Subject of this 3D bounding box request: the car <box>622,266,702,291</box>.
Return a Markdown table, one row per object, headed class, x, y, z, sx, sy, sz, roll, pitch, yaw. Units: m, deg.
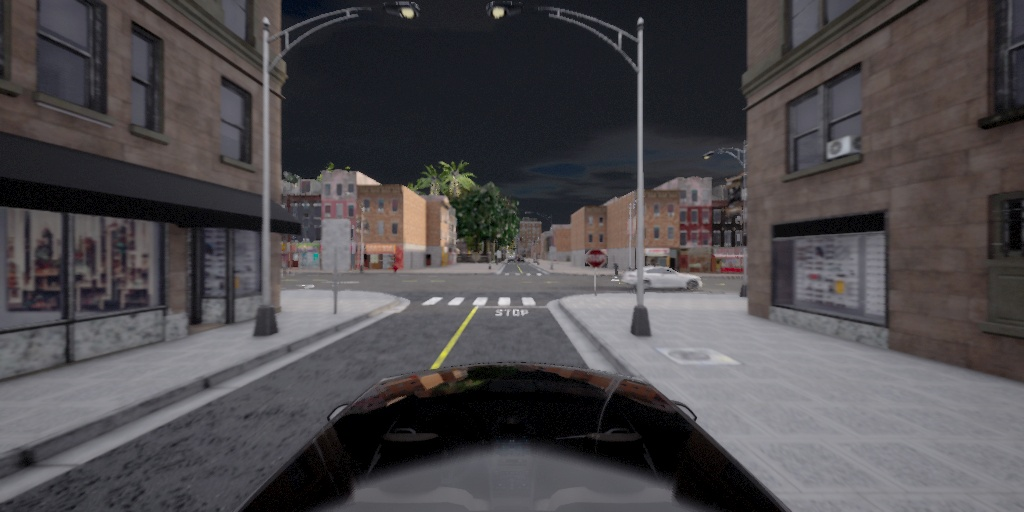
| class | x | y | z | sx | sy | sz | roll | pitch | yaw |
| --- | --- | --- | --- | --- | --- | --- | --- | --- | --- |
| car | 9.325 | 1.360 | 22.431 | 4.674 | 1.442 | 1.812 | 1 | 0 | 0 |
